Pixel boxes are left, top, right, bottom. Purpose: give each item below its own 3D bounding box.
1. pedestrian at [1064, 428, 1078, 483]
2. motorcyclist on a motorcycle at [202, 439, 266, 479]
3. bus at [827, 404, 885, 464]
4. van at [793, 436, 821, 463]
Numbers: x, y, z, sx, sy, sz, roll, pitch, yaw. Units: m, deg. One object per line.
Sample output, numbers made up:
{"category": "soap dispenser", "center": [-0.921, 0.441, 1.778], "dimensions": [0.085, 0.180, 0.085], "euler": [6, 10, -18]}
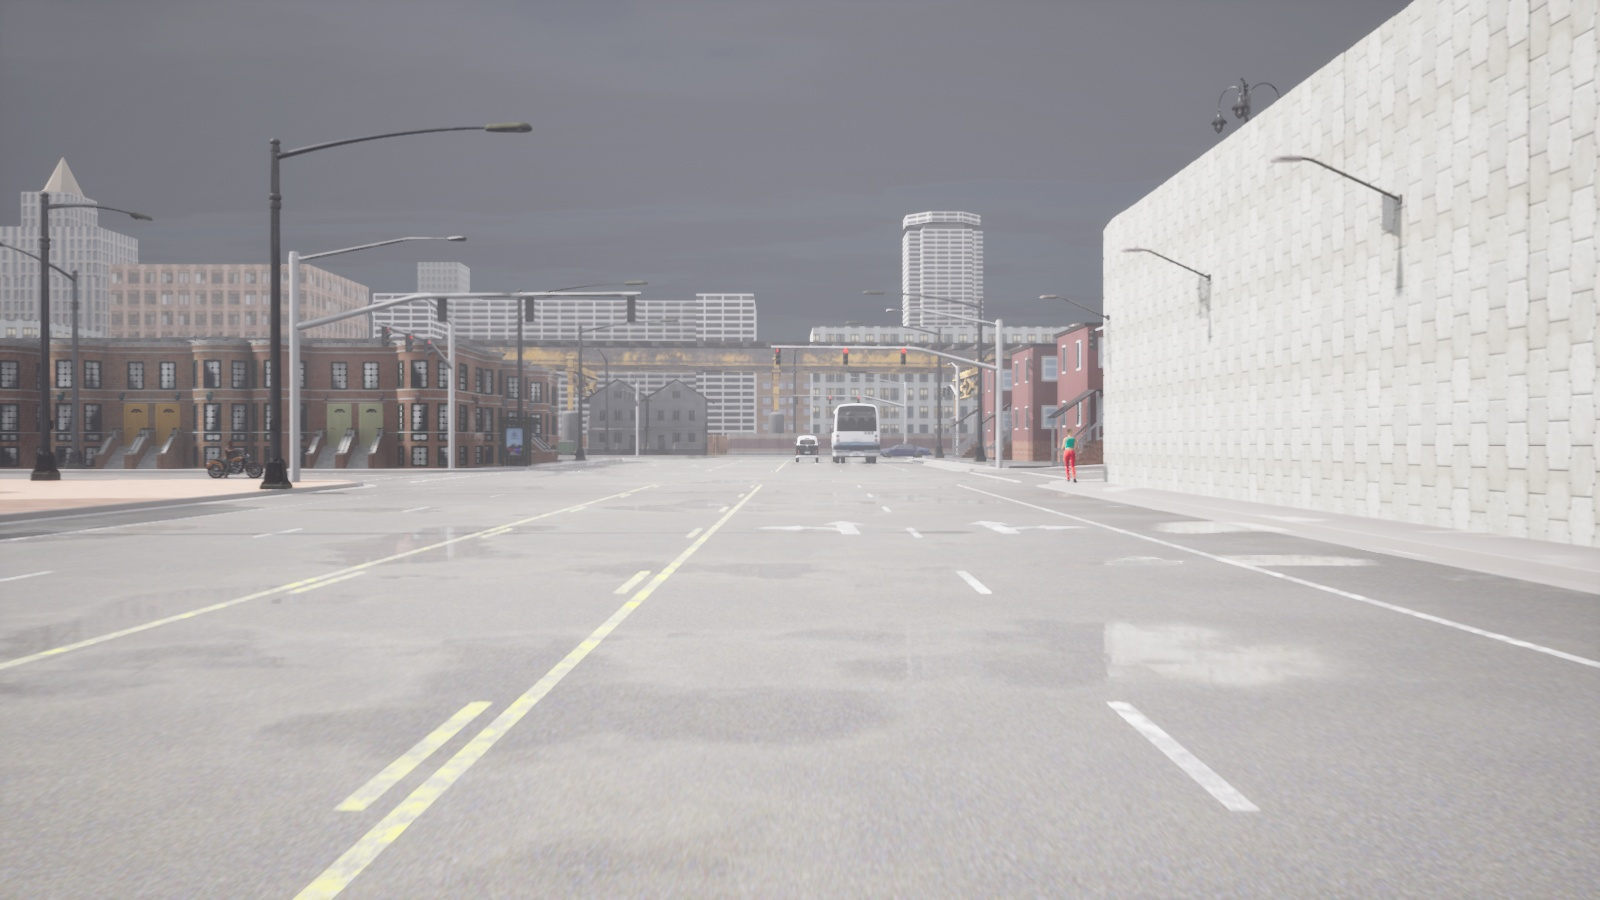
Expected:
{"category": "pedestrian", "center": [9.084, 0.167, 42.165], "dimensions": [0.345, 1.836, 0.594], "euler": [0, 0, 1]}
{"category": "motorcyclist on a motorcycle", "center": [-23.858, 0.379, 52.991], "dimensions": [2.350, 1.649, 0.766], "euler": [0, 0, 0]}
{"category": "bus", "center": [4.048, -1.154, 93.569], "dimensions": [3.944, 4.253, 10.273], "euler": [0, 0, 0]}
{"category": "van", "center": [0.561, -0.070, 95.927], "dimensions": [2.069, 2.038, 4.480], "euler": [0, 0, 0]}
